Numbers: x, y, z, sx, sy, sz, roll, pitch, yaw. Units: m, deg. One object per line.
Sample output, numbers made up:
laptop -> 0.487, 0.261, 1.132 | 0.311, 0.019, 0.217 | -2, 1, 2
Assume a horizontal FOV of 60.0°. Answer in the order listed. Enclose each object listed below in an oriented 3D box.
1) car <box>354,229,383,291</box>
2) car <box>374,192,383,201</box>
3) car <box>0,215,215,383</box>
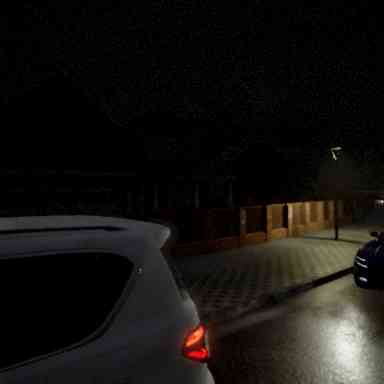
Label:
car -> 5.636, 1.356, 8.001 | 5.008, 1.535, 1.882 | -2, 1, -43
car -> 30.825, 0.688, 54.018 | 1.882, 1.535, 5.008 | -1, 1, 10
car -> -2.420, 1.237, 1.562 | 5.566, 2.045, 2.150 | -1, 1, -36
